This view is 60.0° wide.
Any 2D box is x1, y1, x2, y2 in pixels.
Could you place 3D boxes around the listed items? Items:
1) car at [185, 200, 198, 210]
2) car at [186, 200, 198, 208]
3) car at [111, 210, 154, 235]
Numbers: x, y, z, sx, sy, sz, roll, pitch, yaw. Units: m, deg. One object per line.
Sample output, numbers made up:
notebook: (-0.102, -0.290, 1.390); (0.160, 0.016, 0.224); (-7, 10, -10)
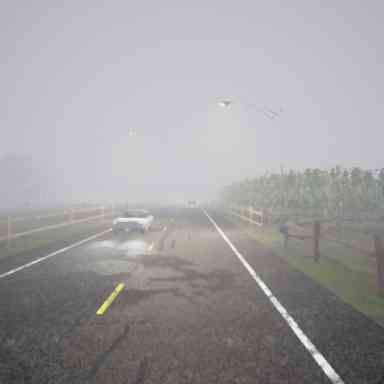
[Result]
car: (-0.020, 2.054, 50.181); (1.895, 1.301, 4.718); (0, -1, 0)
car: (-0.025, 2.101, 60.155); (2.033, 1.411, 5.357); (0, -1, 0)
car: (-3.515, 1.775, 20.337); (1.895, 1.301, 4.718); (0, -1, 0)
